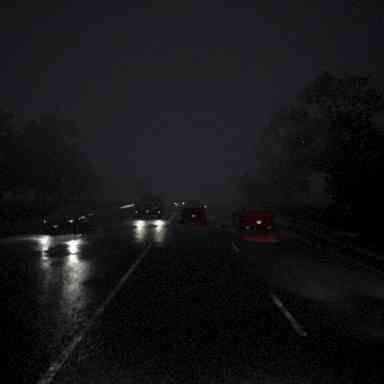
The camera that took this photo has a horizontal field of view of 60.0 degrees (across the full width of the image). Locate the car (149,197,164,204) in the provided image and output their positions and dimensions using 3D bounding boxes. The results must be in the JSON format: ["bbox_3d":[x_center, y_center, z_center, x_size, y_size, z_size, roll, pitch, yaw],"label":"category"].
[{"bbox_3d":[-6.519,1.578,61.794,1.895,1.301,4.718,0,0,3],"label":"car"}]

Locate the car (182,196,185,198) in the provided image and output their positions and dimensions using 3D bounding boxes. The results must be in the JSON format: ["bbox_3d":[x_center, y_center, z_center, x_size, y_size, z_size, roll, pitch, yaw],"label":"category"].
[{"bbox_3d":[0.138,1.477,42.929,2.128,1.511,4.902,0,0,0],"label":"car"}]

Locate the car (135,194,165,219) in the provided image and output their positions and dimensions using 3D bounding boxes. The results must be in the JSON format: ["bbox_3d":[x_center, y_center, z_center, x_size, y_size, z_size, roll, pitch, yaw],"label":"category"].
[{"bbox_3d":[-3.592,1.212,29.625,2.150,2.045,5.566,0,0,0],"label":"car"}]

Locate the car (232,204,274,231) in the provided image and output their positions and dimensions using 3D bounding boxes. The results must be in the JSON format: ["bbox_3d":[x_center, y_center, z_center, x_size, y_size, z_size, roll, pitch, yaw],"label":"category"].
[{"bbox_3d":[3.603,1.470,20.369,1.882,1.535,5.008,0,0,0],"label":"car"}]

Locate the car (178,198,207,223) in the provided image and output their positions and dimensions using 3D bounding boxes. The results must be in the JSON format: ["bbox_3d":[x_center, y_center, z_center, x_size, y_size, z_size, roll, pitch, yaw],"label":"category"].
[{"bbox_3d":[0.105,1.469,25.279,1.882,1.535,5.008,0,0,0],"label":"car"}]

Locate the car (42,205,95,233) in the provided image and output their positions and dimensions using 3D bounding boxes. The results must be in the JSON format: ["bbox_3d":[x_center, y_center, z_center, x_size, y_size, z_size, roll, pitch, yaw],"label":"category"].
[{"bbox_3d":[-7.107,1.519,19.660,1.812,1.442,4.674,0,0,0],"label":"car"}]

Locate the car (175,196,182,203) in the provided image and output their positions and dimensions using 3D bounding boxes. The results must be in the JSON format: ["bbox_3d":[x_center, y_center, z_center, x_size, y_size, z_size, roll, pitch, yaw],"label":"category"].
[{"bbox_3d":[-2.412,1.478,70.058,1.812,1.442,4.674,0,0,5],"label":"car"}]

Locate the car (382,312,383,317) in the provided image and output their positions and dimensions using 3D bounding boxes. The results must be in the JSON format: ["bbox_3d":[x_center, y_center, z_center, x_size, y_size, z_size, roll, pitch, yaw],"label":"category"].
[{"bbox_3d":[3.601,1.600,2.531,1.895,1.301,4.718,0,0,0],"label":"car"}]
